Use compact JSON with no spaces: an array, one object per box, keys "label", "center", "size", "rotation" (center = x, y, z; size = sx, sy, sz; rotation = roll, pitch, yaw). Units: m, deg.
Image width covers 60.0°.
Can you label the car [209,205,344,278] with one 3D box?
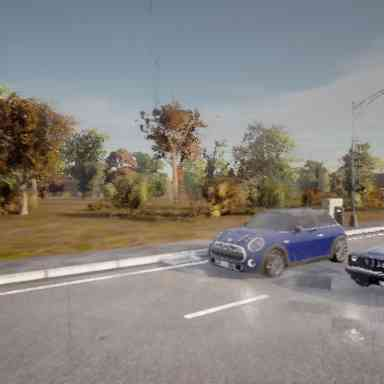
[{"label":"car","center":[2.709,1.325,10.168],"size":[4.553,1.767,2.097],"rotation":[0,0,-35]}]

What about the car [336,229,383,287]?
[{"label":"car","center":[5.775,1.571,8.044],"size":[4.718,1.301,1.895],"rotation":[0,0,-35]}]
